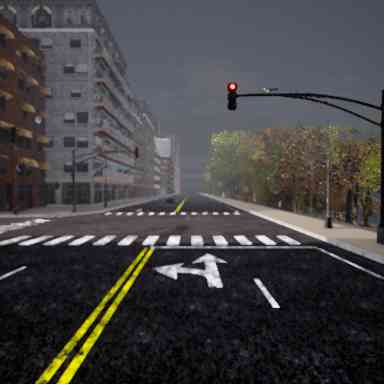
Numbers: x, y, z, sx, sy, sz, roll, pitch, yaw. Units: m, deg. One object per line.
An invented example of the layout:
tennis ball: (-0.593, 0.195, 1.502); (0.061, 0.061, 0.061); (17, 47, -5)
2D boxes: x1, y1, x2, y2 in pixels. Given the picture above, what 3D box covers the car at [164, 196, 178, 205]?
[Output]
car: (-3.298, 1.301, 53.134); (1.994, 1.385, 4.181); (0, 1, 0)
